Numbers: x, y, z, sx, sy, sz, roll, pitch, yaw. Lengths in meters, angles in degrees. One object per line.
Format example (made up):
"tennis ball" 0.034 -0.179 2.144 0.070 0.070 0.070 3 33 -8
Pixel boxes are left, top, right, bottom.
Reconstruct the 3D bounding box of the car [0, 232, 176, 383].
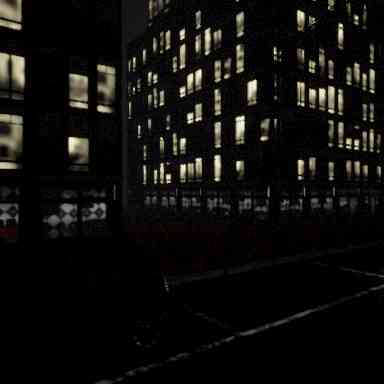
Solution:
"car" -2.324 1.439 4.443 4.097 1.590 1.967 0 0 -35
